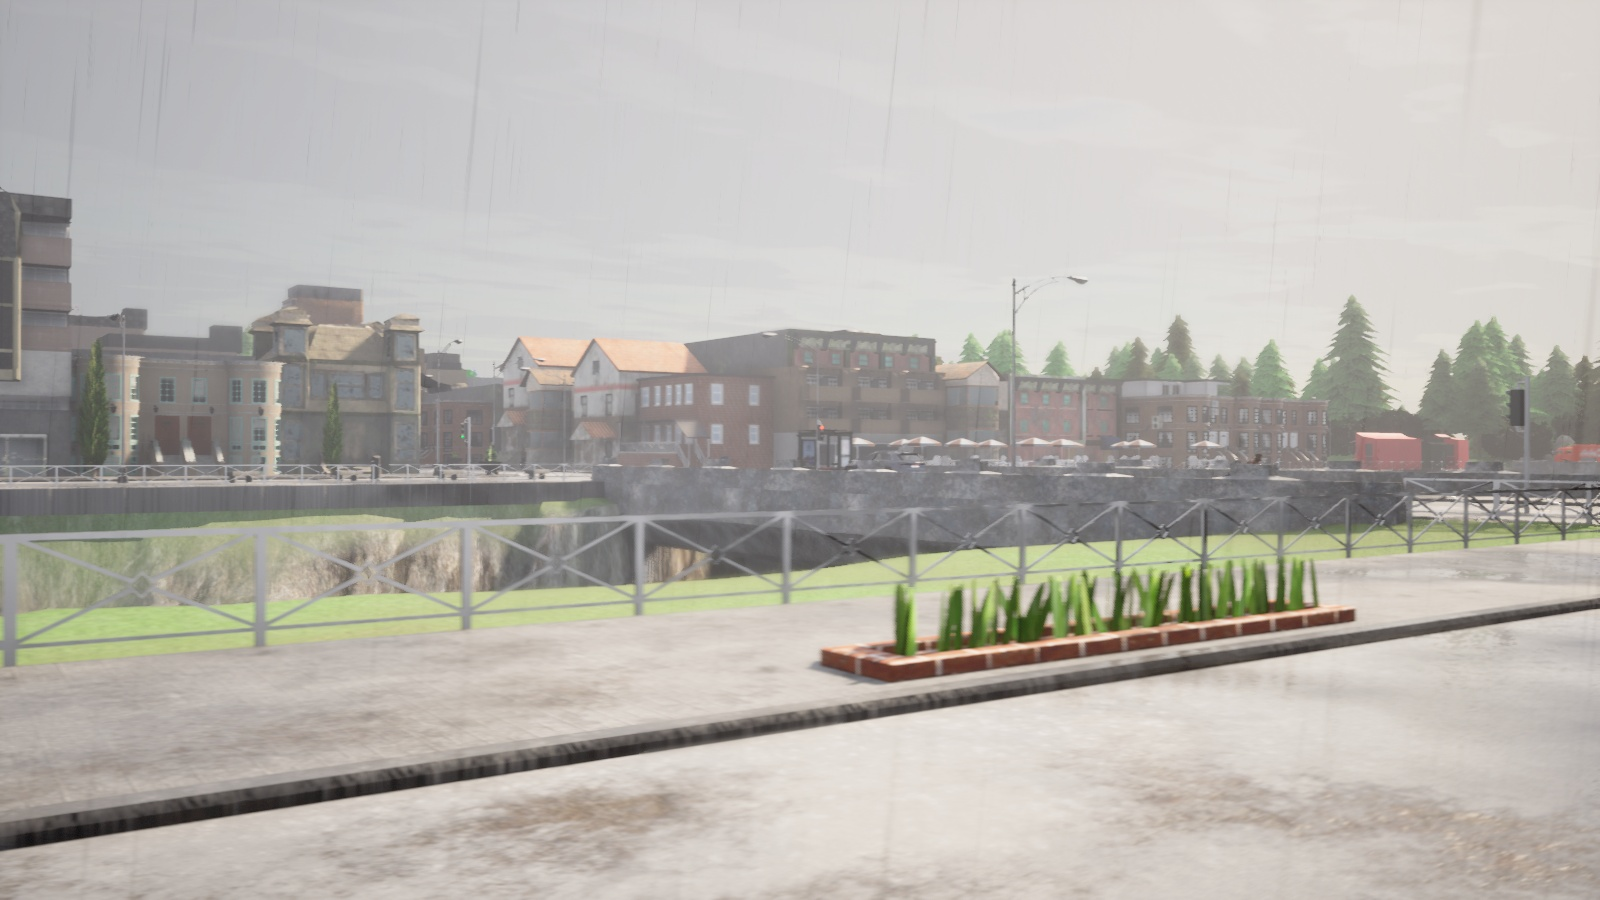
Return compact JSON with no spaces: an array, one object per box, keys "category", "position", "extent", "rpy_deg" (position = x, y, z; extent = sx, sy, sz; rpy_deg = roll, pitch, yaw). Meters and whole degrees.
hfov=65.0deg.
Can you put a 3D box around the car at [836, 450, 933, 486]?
[{"category":"car","position":[3.949,0.812,59.482],"extent":[2.033,1.649,4.856],"rpy_deg":[0,0,-35]}]
